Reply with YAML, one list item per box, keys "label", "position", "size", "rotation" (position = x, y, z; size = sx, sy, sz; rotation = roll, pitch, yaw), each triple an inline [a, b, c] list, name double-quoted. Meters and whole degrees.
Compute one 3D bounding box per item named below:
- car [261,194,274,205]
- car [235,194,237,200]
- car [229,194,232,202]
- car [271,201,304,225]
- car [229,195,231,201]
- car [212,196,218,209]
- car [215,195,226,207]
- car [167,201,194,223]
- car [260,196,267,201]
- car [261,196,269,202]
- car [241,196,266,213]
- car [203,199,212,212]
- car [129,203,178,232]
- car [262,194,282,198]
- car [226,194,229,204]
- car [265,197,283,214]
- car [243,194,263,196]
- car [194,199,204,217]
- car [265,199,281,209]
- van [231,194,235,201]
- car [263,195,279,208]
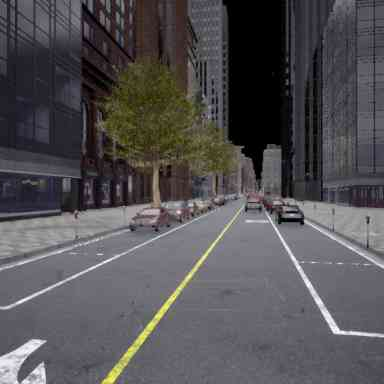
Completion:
- label: "car"
  position: [14.283, 1.403, 62.932]
  size: [2.192, 1.841, 5.009]
  rotation: [0, 0, 11]
- label: "car"
  position: [10.049, 1.607, 86.681]
  size: [1.967, 1.590, 4.097]
  rotation: [0, 0, 11]
- label: "car"
  position: [6.940, 1.683, 70.050]
  size: [1.802, 1.307, 4.206]
  rotation: [0, 0, 11]
- label: "car"
  position: [7.028, 1.579, 24.131]
  size: [1.947, 1.339, 4.313]
  rotation: [0, 0, 11]
- label: "car"
  position: [5.904, 1.653, 64.508]
  size: [1.947, 1.339, 4.313]
  rotation: [0, 0, 11]
- label: "car"
  position: [1.758, 1.605, 42.334]
  size: [1.947, 1.339, 4.313]
  rotation: [0, 0, 11]
- label: "car"
  position: [3.831, 1.608, 53.420]
  size: [1.887, 1.381, 4.507]
  rotation: [0, 0, 11]
- label: "car"
  position: [-1.351, 1.453, 25.703]
  size: [1.967, 1.590, 4.097]
  rotation: [0, 0, 11]
- label: "car"
  position: [19.463, 1.735, 90.645]
  size: [1.887, 1.381, 4.507]
  rotation: [0, 0, 11]
- label: "car"
  position: [17.390, 1.726, 79.558]
  size: [1.802, 1.307, 4.206]
  rotation: [0, 0, 11]
- label: "car"
  position: [7.076, 1.526, 38.373]
  size: [2.128, 1.511, 4.902]
  rotation: [0, 0, 11]
- label: "car"
  position: [0.691, 1.554, 36.622]
  size: [1.752, 1.417, 4.829]
  rotation: [0, 0, 11]
- label: "car"
  position: [-2.387, 1.589, 20.160]
  size: [1.802, 1.307, 4.206]
  rotation: [0, 0, 11]
- label: "car"
  position: [10.137, 1.355, 40.761]
  size: [2.192, 1.841, 5.009]
  rotation: [0, 0, 11]
- label: "car"
  position: [4.868, 1.390, 58.964]
  size: [2.192, 1.841, 5.009]
  rotation: [0, 0, 11]
- label: "car"
  position: [9.100, 1.574, 35.217]
  size: [1.887, 1.381, 4.507]
  rotation: [0, 0, 11]
- label: "car"
  position: [8.967, 1.276, 48.476]
  size: [2.150, 2.045, 5.566]
  rotation: [0, 0, 11]
- label: "car"
  position: [-0.315, 1.602, 31.247]
  size: [1.802, 1.307, 4.206]
  rotation: [0, 0, 11]
- label: "car"
  position: [11.173, 1.617, 46.302]
  size: [1.947, 1.339, 4.313]
  rotation: [0, 0, 11]
- label: "van"
  position: [9.012, 1.484, 81.138]
  size: [1.690, 1.788, 3.998]
  rotation: [0, 0, 11]
- label: "car"
  position: [12.210, 1.379, 51.846]
  size: [2.192, 1.841, 5.009]
  rotation: [0, 0, 11]
